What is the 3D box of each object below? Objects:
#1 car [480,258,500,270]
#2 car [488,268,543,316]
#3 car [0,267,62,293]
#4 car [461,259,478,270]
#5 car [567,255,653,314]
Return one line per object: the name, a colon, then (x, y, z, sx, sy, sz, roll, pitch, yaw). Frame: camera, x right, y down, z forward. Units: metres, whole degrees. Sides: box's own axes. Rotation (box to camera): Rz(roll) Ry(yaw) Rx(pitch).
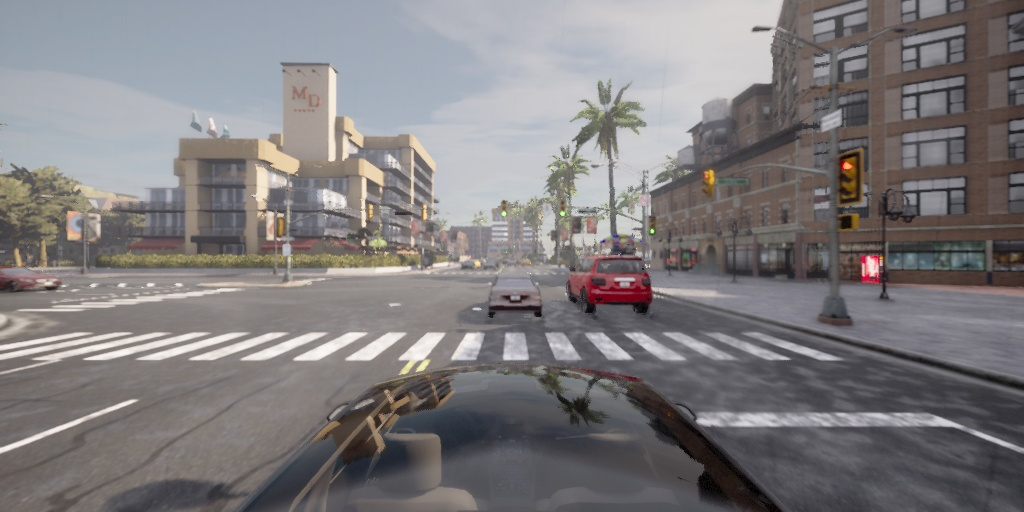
car: (-3.537, 1.464, 57.911, 2.033, 1.411, 5.357, 0, 0, 0)
car: (0.065, 1.332, 13.461, 2.033, 1.411, 5.357, 0, 0, -1)
car: (-29.180, 1.332, 20.759, 4.674, 1.442, 1.812, 0, 0, 0)
car: (-7.037, 1.421, 57.679, 1.837, 1.490, 4.892, 0, 0, 0)
car: (3.592, 1.007, 14.099, 2.150, 2.045, 5.566, 0, 0, 0)
